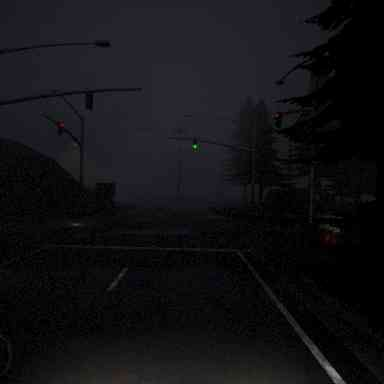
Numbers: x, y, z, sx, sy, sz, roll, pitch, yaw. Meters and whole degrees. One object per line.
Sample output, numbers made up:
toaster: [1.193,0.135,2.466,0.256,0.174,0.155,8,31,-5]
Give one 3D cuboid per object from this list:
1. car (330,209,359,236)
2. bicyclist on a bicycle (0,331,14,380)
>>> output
car: [10.681,1.726,19.336,4.902,1.511,2.128,1,0,1]
bicyclist on a bicycle: [-2.795,1.351,3.652,1.656,1.620,0.582,-1,3,-1]
